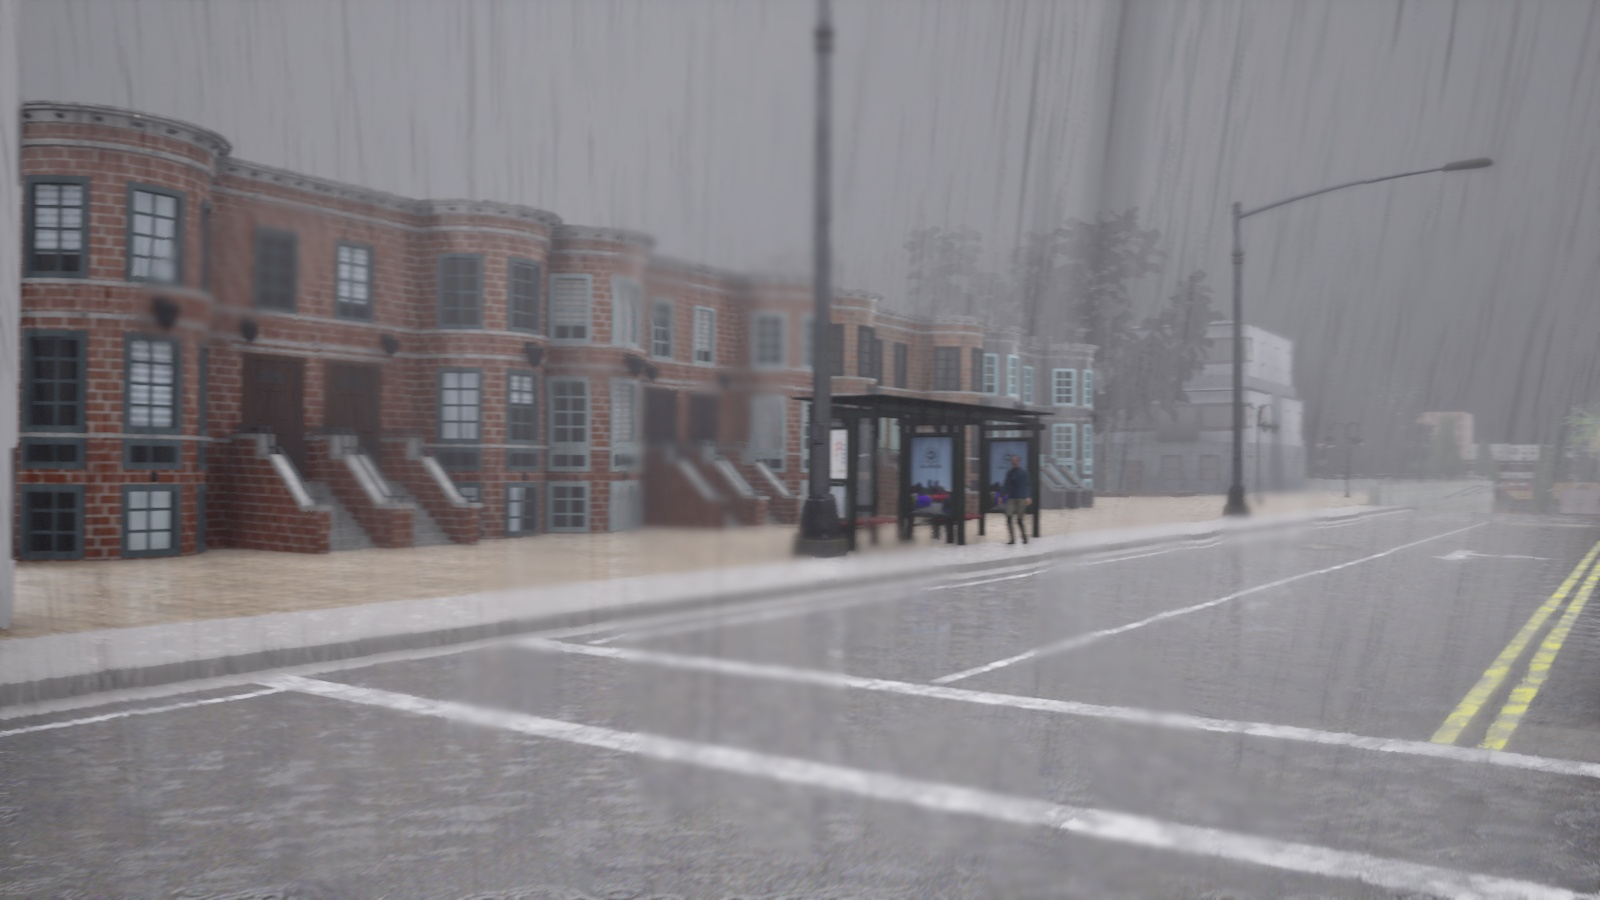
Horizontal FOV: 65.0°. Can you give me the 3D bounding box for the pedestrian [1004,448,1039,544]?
[{"bbox_3d":[4.316,0.881,24.449,0.402,1.842,0.726,-1,-1,33],"label":"pedestrian"}]
